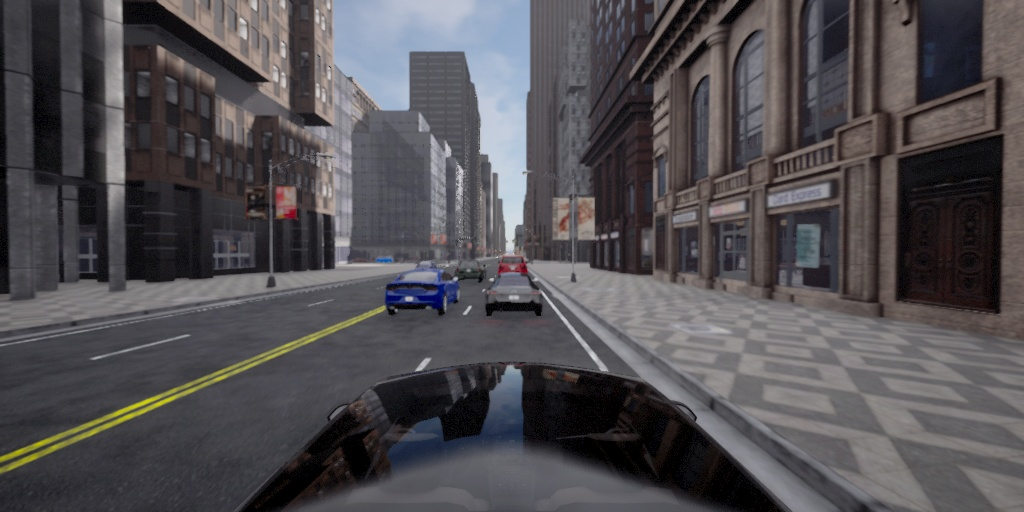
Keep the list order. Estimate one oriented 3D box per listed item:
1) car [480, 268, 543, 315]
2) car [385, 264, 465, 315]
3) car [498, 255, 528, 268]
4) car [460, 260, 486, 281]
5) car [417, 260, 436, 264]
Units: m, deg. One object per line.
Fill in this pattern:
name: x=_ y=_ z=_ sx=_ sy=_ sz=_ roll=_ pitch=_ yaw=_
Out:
car: x=0.072 y=1.300 z=13.476 sx=1.994 sy=1.385 sz=4.181 roll=0 pitch=0 yaw=0
car: x=-3.176 y=1.216 z=13.580 sx=1.882 sy=1.535 sz=5.008 roll=0 pitch=-1 yaw=0
car: x=0.073 y=0.943 z=27.640 sx=2.150 sy=2.045 sz=5.566 roll=0 pitch=0 yaw=0
car: x=-3.174 y=1.070 z=28.422 sx=2.097 sy=1.767 sz=4.553 roll=0 pitch=0 yaw=0
car: x=-9.831 y=1.225 z=41.431 sx=1.812 sy=1.442 sz=4.674 roll=0 pitch=0 yaw=0
